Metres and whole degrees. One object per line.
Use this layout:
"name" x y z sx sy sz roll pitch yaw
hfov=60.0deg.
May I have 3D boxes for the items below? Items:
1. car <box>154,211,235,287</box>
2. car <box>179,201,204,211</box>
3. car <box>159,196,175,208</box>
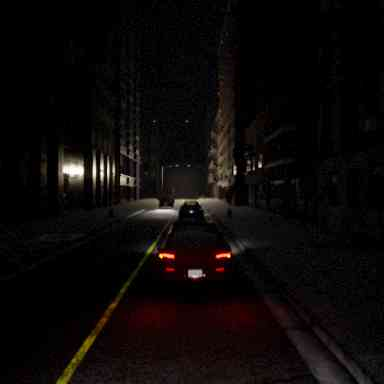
"car" 0.047 1.480 9.075 1.812 1.442 4.674 0 0 0
"car" -0.060 1.429 26.834 1.994 1.385 4.181 0 0 0
"car" -3.257 1.314 43.375 2.128 1.511 4.902 0 0 0
